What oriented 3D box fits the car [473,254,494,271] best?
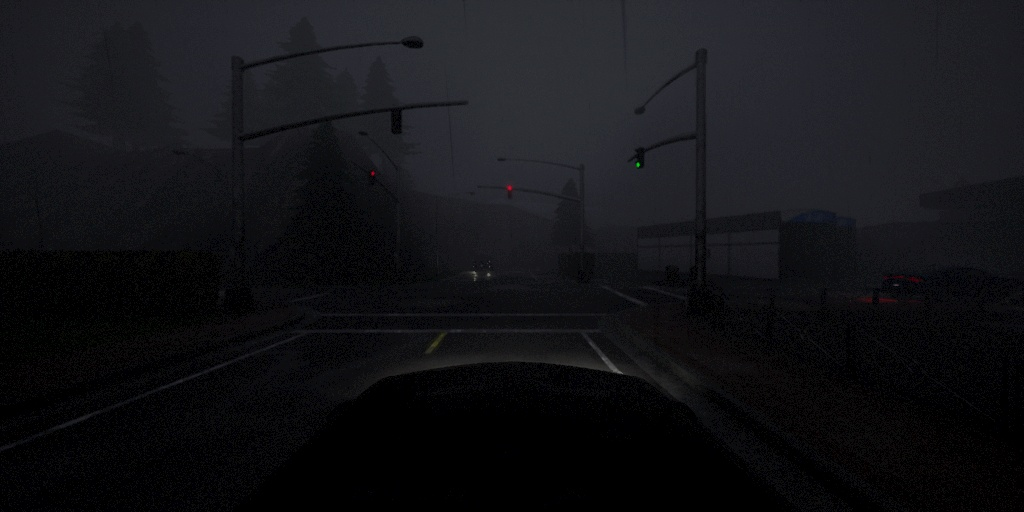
[{"bbox_3d":[-3.367,0.729,43.107,2.150,2.045,5.566,0,0,2],"label":"car"}]

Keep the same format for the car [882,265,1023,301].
[{"bbox_3d":[19.772,1.175,16.109,5.008,1.535,1.882,0,0,1],"label":"car"}]
